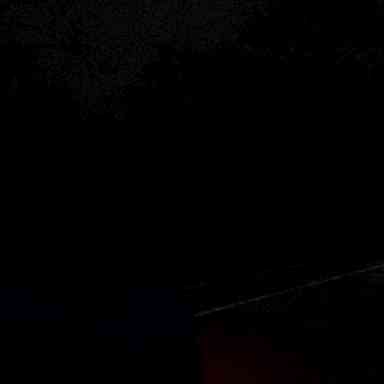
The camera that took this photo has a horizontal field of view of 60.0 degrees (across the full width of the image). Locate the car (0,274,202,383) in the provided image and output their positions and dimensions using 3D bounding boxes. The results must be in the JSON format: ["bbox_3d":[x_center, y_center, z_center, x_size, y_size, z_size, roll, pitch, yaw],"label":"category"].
[{"bbox_3d":[-2.245,1.478,2.375,5.008,1.535,1.882,0,0,-35],"label":"car"}]
